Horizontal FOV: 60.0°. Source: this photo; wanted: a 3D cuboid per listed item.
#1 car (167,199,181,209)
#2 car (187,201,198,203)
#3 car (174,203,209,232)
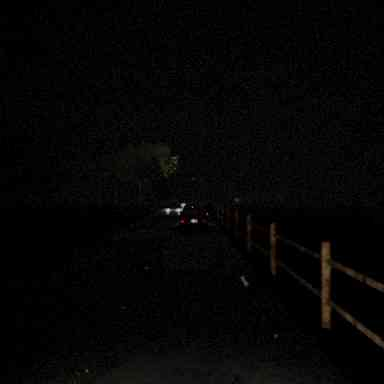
[{"bbox_3d":[-2.795,1.811,52.361,1.882,1.535,5.008,0,-1,0],"label":"car"},{"bbox_3d":[0.062,1.801,41.644,1.994,1.385,4.181,0,0,0],"label":"car"},{"bbox_3d":[0.078,1.684,21.060,2.033,1.411,5.357,0,0,0],"label":"car"}]
